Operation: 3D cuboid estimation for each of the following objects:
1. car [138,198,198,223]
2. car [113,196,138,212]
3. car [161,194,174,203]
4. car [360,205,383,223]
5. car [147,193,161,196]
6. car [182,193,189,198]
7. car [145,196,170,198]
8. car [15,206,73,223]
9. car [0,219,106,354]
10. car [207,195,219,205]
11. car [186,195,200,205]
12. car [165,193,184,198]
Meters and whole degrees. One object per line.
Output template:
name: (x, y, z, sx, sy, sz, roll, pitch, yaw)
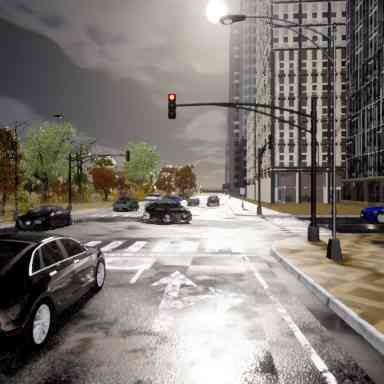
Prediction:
car: (-1.924, 1.465, 25.104, 1.837, 1.490, 4.892, -3, 2, -36)
car: (-7.757, 1.343, 39.162, 2.097, 1.767, 4.553, 0, 0, 5)
car: (-5.129, 1.349, 70.814, 2.097, 1.767, 4.553, 0, 0, 5)
car: (14.356, 1.319, 22.991, 5.008, 1.535, 1.882, 0, 0, 5)
car: (-6.448, 1.214, 55.439, 2.150, 2.045, 5.566, 0, 0, 5)
car: (-1.757, 1.215, 72.211, 2.150, 2.045, 5.566, 0, 0, 5)
car: (-4.337, 1.555, 41.168, 1.994, 1.385, 4.181, 0, 0, 4)
car: (-9.127, 1.556, 20.754, 1.994, 1.385, 4.181, 0, 0, 3)
car: (-3.023, 1.504, 6.175, 1.837, 1.490, 4.892, 0, 0, 1)
car: (3.765, 1.349, 58.453, 2.097, 1.767, 4.553, 0, 0, 5)
car: (0.423, 1.597, 57.422, 1.895, 1.301, 4.718, 0, 0, 5)
car: (-3.090, 1.472, 56.605, 1.882, 1.535, 5.008, 0, 0, 5)
